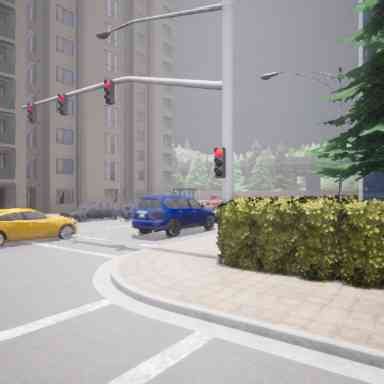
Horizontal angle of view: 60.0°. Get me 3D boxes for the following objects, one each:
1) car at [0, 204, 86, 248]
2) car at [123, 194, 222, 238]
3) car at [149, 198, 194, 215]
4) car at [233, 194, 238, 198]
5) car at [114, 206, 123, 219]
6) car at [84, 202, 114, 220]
[{"bbox_3d":[-7.543,1.477,14.752,1.882,1.535,5.008,0,0,36],"label":"car"},{"bbox_3d":[-0.799,1.221,18.043,2.150,2.045,5.566,0,0,36],"label":"car"},{"bbox_3d":[-2.043,1.478,34.439,1.882,1.535,5.008,0,0,36],"label":"car"},{"bbox_3d":[3.119,1.221,35.551,2.150,2.045,5.566,0,0,36],"label":"car"},{"bbox_3d":[-3.225,1.221,26.916,2.150,2.045,5.566,0,0,36],"label":"car"},{"bbox_3d":[-7.847,1.547,26.530,2.033,1.411,5.357,0,0,36],"label":"car"}]
